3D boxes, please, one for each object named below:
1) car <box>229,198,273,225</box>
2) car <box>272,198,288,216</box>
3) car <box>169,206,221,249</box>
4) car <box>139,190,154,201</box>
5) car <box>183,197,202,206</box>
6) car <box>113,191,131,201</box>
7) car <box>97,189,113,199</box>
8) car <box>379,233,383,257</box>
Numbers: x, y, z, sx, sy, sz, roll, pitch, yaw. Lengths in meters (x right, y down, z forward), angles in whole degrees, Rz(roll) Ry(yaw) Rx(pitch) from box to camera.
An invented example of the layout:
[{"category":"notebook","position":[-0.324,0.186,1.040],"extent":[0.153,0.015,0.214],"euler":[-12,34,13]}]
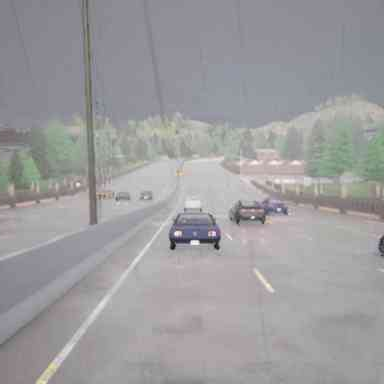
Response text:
[{"category":"car","position":[3.605,1.293,22.116],"extent":[2.128,1.511,4.902],"euler":[0,0,0]},{"category":"car","position":[7.107,1.264,29.461],"extent":[1.812,1.442,4.674],"euler":[0,0,0]},{"category":"car","position":[0.104,1.476,13.906],"extent":[1.895,1.301,4.718],"euler":[0,0,0]},{"category":"car","position":[-6.987,0.464,51.326],"extent":[2.128,1.511,4.902],"euler":[0,4,-6]},{"category":"car","position":[0.108,1.212,35.061],"extent":[1.812,1.442,4.674],"euler":[0,0,0]},{"category":"car","position":[-10.468,0.555,51.087],"extent":[1.994,1.385,4.181],"euler":[0,4,-6]},{"category":"car","position":[-13.991,0.272,53.898],"extent":[1.882,1.535,5.008],"euler":[0,5,0]},{"category":"car","position":[7.102,1.445,9.087],"extent":[1.812,1.442,4.674],"euler":[0,0,0]}]
